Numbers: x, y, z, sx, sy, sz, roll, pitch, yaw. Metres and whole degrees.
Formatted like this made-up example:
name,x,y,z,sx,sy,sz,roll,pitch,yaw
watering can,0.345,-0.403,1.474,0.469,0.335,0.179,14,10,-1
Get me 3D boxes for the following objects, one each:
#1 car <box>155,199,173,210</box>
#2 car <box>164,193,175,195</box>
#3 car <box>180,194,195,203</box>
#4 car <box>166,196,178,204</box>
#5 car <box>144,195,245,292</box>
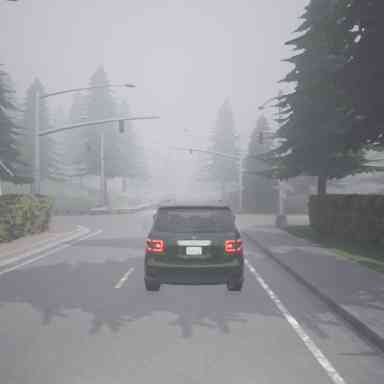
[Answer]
name,x,y,z,sx,sy,sz,roll,pitch,yaw
car,-3.627,1.601,43.912,1.895,1.301,4.718,0,0,0
car,-3.625,1.221,53.821,2.150,2.045,5.566,0,0,-1
car,-0.897,1.352,67.957,2.097,1.767,4.553,0,0,-13
car,-3.921,1.505,64.250,1.837,1.490,4.892,0,0,-8
car,0.057,1.221,9.079,2.150,2.045,5.566,0,0,0
